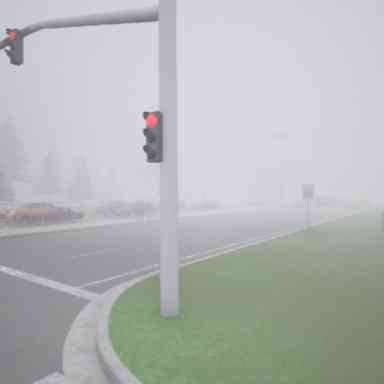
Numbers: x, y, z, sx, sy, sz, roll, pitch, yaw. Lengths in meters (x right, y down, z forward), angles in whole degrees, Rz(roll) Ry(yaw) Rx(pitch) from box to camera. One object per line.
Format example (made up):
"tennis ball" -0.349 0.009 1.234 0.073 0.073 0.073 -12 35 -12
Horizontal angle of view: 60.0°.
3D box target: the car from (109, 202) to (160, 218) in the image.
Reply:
"car" -5.627 1.769 33.537 1.837 1.490 4.892 -1 0 35

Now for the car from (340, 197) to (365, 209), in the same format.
"car" 23.263 1.577 48.255 1.882 1.535 5.008 -1 0 36

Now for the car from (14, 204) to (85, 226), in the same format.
"car" -10.875 1.864 25.986 1.895 1.301 4.718 -1 0 35

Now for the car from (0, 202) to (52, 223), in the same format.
"car" -13.673 1.654 28.097 2.097 1.767 4.553 -1 0 35

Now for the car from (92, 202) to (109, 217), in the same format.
"car" -8.452 1.794 35.610 2.128 1.511 4.902 -1 0 35

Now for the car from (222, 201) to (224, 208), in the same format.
"car" 3.250 1.782 52.357 1.882 1.535 5.008 -1 -1 36

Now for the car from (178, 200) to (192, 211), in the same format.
"car" -2.586 1.796 44.040 2.128 1.511 4.902 -1 0 35

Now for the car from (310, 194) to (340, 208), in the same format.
"car" 19.919 1.359 49.619 2.150 2.045 5.566 -1 0 36

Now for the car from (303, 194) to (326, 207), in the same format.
"car" 21.253 1.398 57.585 2.150 2.045 5.566 -1 0 36

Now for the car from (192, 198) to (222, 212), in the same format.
"car" 1.737 1.791 44.120 1.812 1.442 4.674 -1 -1 35

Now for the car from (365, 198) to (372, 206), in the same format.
"car" 29.241 1.662 56.460 1.994 1.385 4.181 -1 0 36

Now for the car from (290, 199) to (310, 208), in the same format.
"car" 16.742 1.741 51.316 1.994 1.385 4.181 -1 0 37

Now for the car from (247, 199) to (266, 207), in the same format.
"car" 11.080 1.846 57.226 1.994 1.385 4.181 -1 0 36

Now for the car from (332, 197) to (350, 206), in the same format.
"car" 26.094 1.641 58.087 1.837 1.490 4.892 -1 0 36
